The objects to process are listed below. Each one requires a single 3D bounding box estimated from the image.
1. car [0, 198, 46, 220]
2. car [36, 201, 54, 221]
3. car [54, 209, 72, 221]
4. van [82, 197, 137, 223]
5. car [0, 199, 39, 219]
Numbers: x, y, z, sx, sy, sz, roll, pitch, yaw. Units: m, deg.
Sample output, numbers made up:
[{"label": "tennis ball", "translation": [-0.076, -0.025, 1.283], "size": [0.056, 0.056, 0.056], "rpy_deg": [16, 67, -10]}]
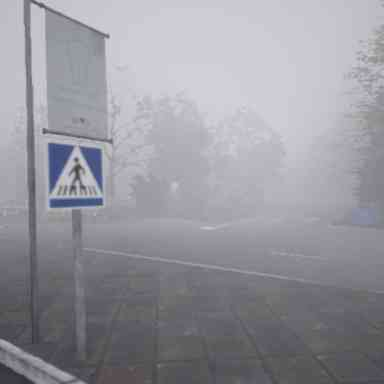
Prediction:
[{"label": "car", "translation": [-15.686, 1.660, 33.412], "size": [2.435, 2.045, 5.566], "rpy_deg": [-2, -1, 35]}, {"label": "car", "translation": [-10.880, 1.760, 30.300], "size": [1.946, 1.575, 5.366], "rpy_deg": [-2, -1, 35]}, {"label": "car", "translation": [-8.702, 1.700, 28.772], "size": [1.946, 1.575, 5.366], "rpy_deg": [-1, -1, 35]}, {"label": "van", "translation": [-6.593, 1.422, 26.922], "size": [1.878, 1.987, 4.442], "rpy_deg": [-1, -1, 35]}, {"label": "car", "translation": [-20.170, 1.836, 36.528], "size": [2.435, 2.045, 5.566], "rpy_deg": [-2, -1, 35]}]
